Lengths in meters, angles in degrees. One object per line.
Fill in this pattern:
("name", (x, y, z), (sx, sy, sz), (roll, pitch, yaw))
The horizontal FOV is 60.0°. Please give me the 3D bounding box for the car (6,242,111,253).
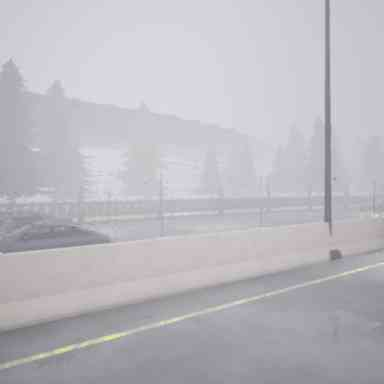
("car", (-4.417, 1.553, 9.434), (4.181, 1.385, 1.994), (0, 0, -35))
